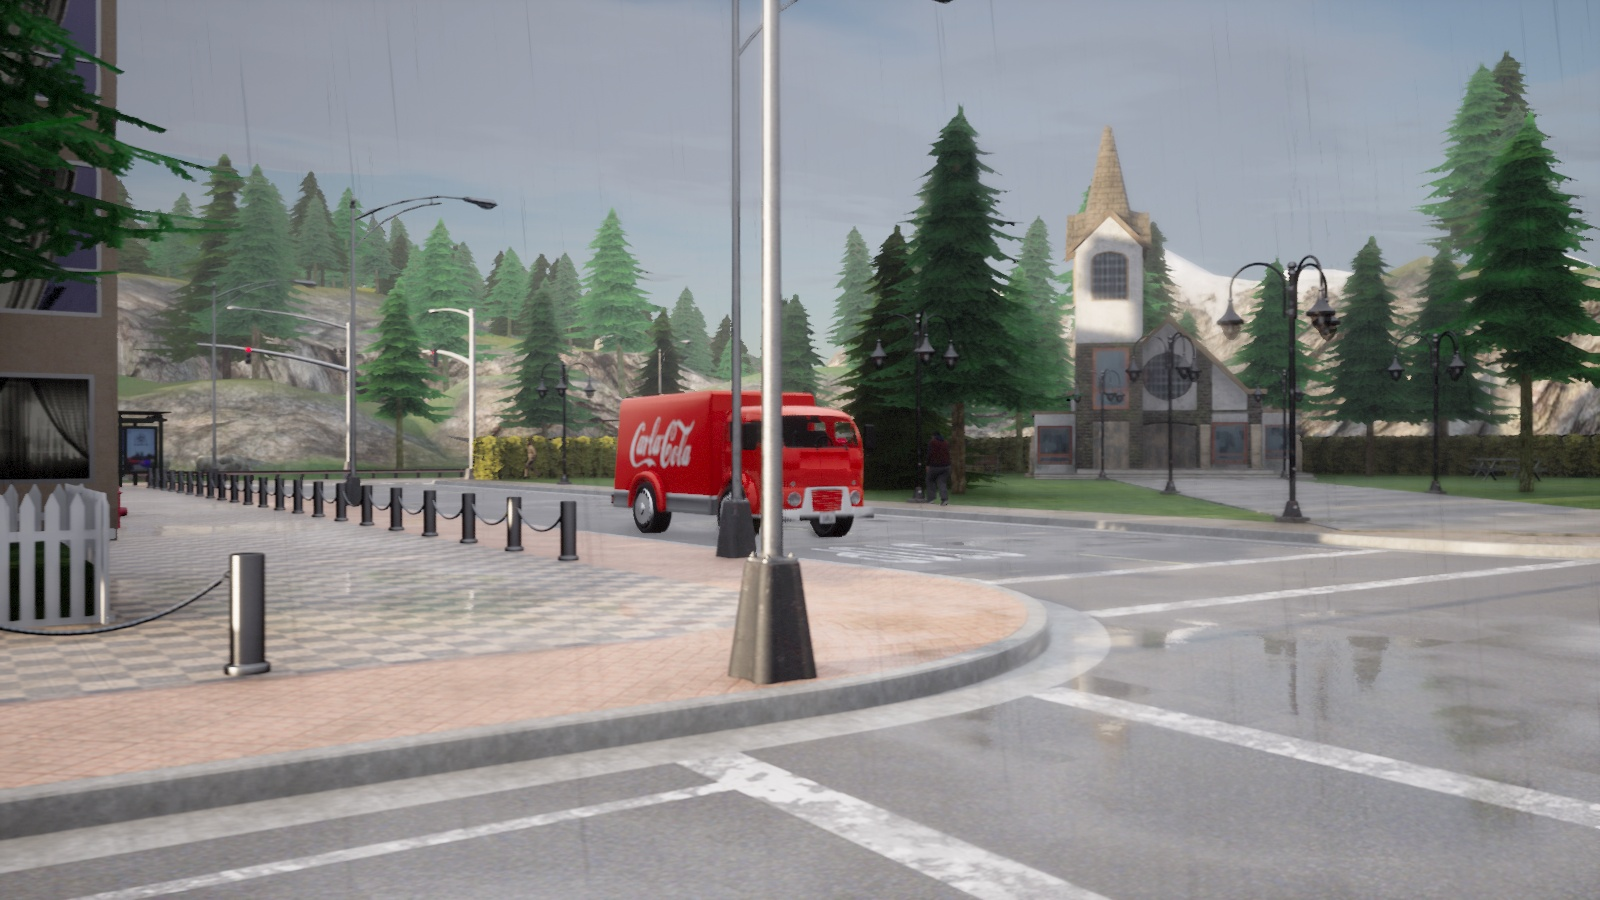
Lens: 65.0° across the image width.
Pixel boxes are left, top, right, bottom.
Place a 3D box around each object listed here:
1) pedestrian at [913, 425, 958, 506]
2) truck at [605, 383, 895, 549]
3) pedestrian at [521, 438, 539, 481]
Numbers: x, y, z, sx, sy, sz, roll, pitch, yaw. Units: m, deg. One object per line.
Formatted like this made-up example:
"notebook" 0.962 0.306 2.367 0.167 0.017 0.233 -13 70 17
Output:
"pedestrian" 3.162 0.356 29.307 0.634 1.844 0.899 0 0 -27
"truck" -1.027 0.239 21.643 2.627 2.467 5.204 0 0 -34
"pedestrian" -12.339 0.434 57.411 0.692 1.930 0.396 0 0 -32
